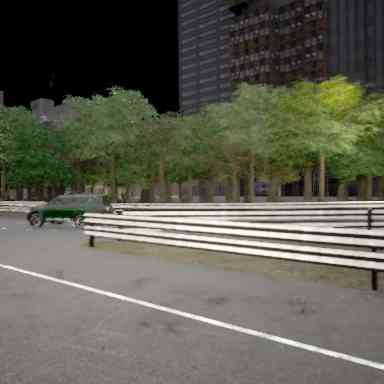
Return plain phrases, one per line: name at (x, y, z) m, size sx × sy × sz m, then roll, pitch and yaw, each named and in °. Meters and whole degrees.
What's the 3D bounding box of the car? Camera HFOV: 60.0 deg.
car at (-7.741, 1.196, 21.238) m, size 5.566 × 2.045 × 2.150 m, roll 0°, pitch 0°, yaw 17°
